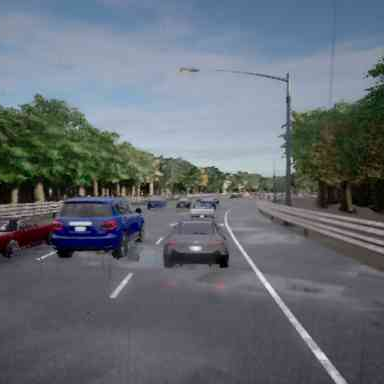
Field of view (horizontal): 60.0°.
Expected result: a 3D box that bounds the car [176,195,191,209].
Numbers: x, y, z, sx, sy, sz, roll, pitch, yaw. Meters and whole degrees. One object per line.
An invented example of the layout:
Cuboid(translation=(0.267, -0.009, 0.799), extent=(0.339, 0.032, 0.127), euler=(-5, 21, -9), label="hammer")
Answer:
Cuboid(translation=(-1.009, 1.523, 46.042), extent=(1.812, 1.442, 4.674), euler=(0, 0, 6), label="car")

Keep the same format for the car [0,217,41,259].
Cuboid(translation=(-6.853, 1.585, 12.555), extent=(1.895, 1.301, 4.718), euler=(0, 0, 2), label="car")

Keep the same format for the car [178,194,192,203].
Cuboid(translation=(-1.491, 1.309, 69.310), extent=(2.097, 1.767, 4.553), euler=(0, 0, 9), label="car")

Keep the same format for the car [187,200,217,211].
Cuboid(translation=(0.915, 1.602, 28.097), extent=(1.895, 1.301, 4.718), euler=(0, 0, 4), label="car")

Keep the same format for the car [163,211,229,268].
Cuboid(translation=(0.169, 1.565, 11.388), extent=(1.994, 1.385, 4.181), euler=(0, 0, 2), label="car")

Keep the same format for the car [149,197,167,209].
Cuboid(translation=(-4.651, 1.466, 44.978), extent=(1.882, 1.535, 5.008), euler=(0, 0, 6), label="car")

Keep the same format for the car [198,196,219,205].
Cuboid(translation=(2.206, 1.482, 43.653), extent=(1.882, 1.535, 5.008), euler=(0, 0, 6), label="car")

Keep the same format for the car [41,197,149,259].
Cuboid(translation=(-3.288, 1.214, 12.751), extent=(2.150, 2.045, 5.566), euler=(0, 0, 2), label="car")
